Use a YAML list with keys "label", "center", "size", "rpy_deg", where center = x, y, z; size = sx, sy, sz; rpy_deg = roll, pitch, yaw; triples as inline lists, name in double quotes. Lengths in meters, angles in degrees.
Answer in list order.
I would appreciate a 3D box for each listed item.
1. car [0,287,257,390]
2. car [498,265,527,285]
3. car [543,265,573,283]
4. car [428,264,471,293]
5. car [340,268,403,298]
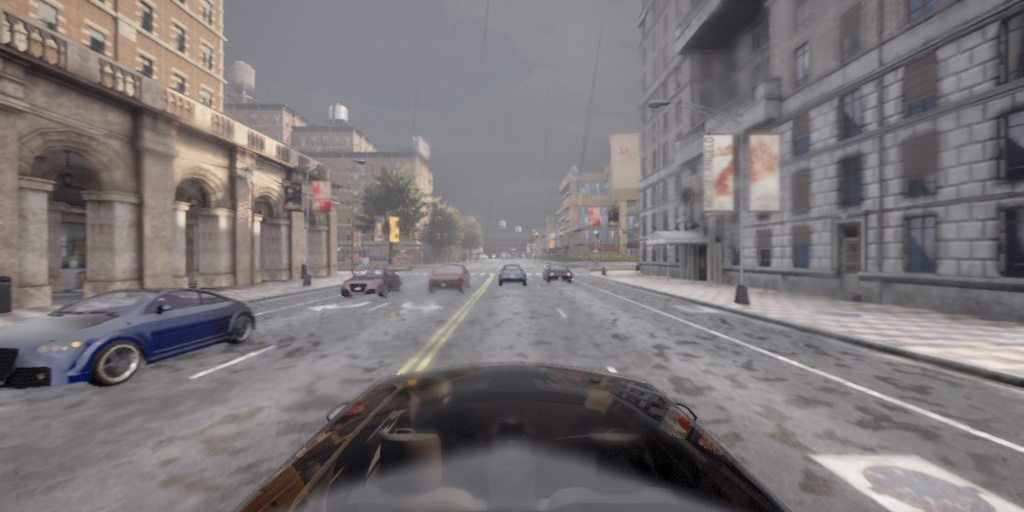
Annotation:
- label: "car"
  center: [-7.102, 1.318, 6.844]
  size: [1.994, 1.385, 4.181]
  rpy_deg: [0, 0, 0]
- label: "car"
  center: [0.027, 1.306, 26.145]
  size: [1.994, 1.385, 4.181]
  rpy_deg: [0, 0, -1]
- label: "car"
  center: [3.465, 1.340, 27.997]
  size: [1.895, 1.301, 4.718]
  rpy_deg: [0, 0, 0]
- label: "car"
  center: [-3.514, 1.228, 20.911]
  size: [1.882, 1.535, 5.008]
  rpy_deg: [0, 0, 0]
- label: "car"
  center: [-7.111, 1.314, 18.549]
  size: [1.994, 1.385, 4.181]
  rpy_deg: [0, 0, 0]
